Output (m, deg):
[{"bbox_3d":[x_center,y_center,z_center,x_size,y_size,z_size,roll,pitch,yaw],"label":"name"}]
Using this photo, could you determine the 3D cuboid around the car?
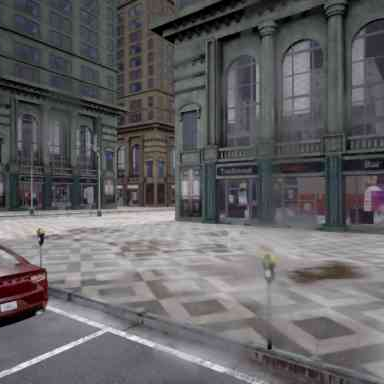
[{"bbox_3d":[-4.501,1.545,6.182,4.507,1.381,1.887,0,0,35],"label":"car"}]
